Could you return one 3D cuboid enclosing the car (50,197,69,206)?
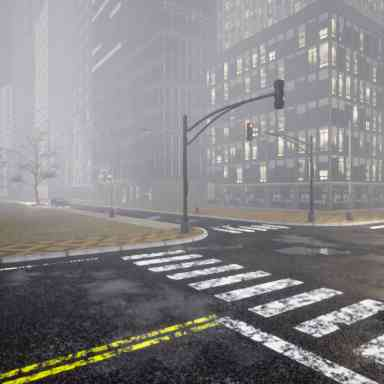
[{"bbox_3d":[-21.668,1.553,54.255,2.033,1.411,5.357,0,0,-35],"label":"car"}]
